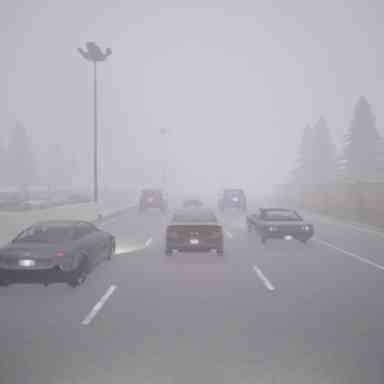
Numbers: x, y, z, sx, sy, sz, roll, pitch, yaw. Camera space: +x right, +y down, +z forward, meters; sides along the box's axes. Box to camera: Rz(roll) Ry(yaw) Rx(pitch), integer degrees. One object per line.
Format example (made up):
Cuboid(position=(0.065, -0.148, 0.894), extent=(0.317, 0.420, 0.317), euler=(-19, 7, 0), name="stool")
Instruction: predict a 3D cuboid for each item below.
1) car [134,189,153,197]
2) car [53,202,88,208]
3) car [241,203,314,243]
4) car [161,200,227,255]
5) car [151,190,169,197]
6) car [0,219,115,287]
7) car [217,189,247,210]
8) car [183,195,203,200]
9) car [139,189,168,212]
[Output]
Cuboid(position=(-10.675, 0.127, 73.344), extent=(2.097, 1.767, 4.553), euler=(0, 1, 20), name="car")
Cuboid(position=(-10.569, 0.985, 30.185), extent=(2.128, 1.511, 4.902), euler=(0, 1, 0), name="car")
Cuboid(position=(3.588, 1.355, 14.545), extent=(1.895, 1.301, 4.718), euler=(0, 1, 0), name="car")
Cuboid(position=(0.081, 1.269, 12.310), extent=(1.882, 1.535, 5.008), euler=(0, 1, 0), name="car")
Cuboid(position=(-6.989, 0.247, 73.162), extent=(1.882, 1.535, 5.008), euler=(0, 1, 20), name="car")
Cuboid(position=(-3.434, 1.413, 8.937), extent=(1.994, 1.385, 4.181), euler=(0, 1, 0), name="car")
Cuboid(position=(3.583, 0.712, 30.388), extent=(2.150, 2.045, 5.566), euler=(0, 1, 0), name="car")
Cuboid(position=(0.087, 0.984, 32.333), extent=(1.812, 1.442, 4.674), euler=(0, 1, 0), name="car")
Cuboid(position=(-3.411, 0.714, 30.261), extent=(2.150, 2.045, 5.566), euler=(0, 1, 0), name="car")
